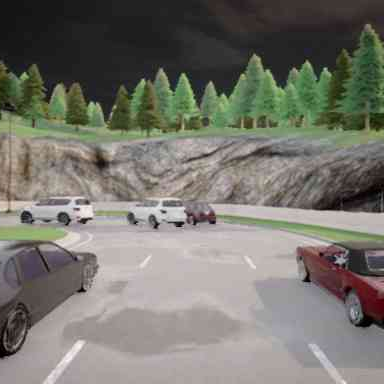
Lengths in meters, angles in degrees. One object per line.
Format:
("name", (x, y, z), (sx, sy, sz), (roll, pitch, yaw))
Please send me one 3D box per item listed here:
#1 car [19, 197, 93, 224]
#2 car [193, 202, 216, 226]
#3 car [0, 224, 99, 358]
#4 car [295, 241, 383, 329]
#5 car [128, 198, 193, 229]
("car", (-10.030, 1.377, 24.630), (5.566, 2.045, 2.150), (0, -2, 19))
("car", (-0.197, 1.581, 25.711), (2.097, 1.767, 4.553), (0, 0, -36))
("car", (-3.311, 1.581, 6.008), (2.033, 1.411, 5.357), (0, -1, 1))
("car", (3.710, 1.689, 7.051), (1.895, 1.301, 4.718), (0, -1, 1))
("car", (-2.578, 1.418, 23.531), (2.150, 2.045, 5.566), (1, -1, -35))
